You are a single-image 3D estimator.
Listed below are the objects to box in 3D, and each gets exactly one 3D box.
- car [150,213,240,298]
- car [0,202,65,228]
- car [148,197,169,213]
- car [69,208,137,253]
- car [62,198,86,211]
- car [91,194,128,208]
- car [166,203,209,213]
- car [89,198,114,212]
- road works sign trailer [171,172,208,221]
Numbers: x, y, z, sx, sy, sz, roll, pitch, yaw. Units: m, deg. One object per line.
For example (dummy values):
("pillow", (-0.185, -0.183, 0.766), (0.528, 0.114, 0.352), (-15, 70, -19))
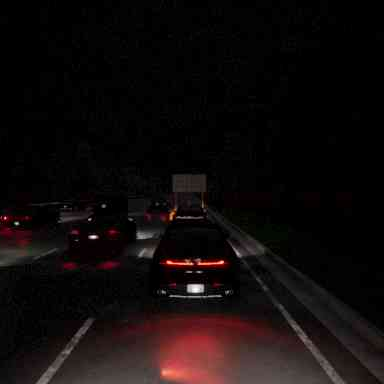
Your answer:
("car", (0.047, 1.504, 8.463), (1.837, 1.490, 4.892), (0, 0, 0))
("car", (-10.570, 1.598, 22.310), (1.895, 1.301, 4.718), (0, 0, -1))
("car", (-3.703, 1.349, 37.339), (2.097, 1.767, 4.553), (0, 0, 0))
("car", (-3.495, 1.563, 13.723), (1.994, 1.385, 4.181), (0, 0, 0))
("car", (-14.225, 1.474, 39.714), (1.882, 1.535, 5.008), (0, 0, -1))
("car", (-7.133, 1.221, 29.489), (2.150, 2.045, 5.566), (0, 0, -1))
("car", (-0.066, 1.486, 18.851), (2.128, 1.511, 4.902), (0, 0, 1))
("car", (-10.724, 1.522, 39.793), (1.812, 1.442, 4.674), (0, 0, -1))
("road works sign trailer", (-0.187, 0.462, 22.721), (2.380, 3.560, 2.880), (0, 0, -3))
